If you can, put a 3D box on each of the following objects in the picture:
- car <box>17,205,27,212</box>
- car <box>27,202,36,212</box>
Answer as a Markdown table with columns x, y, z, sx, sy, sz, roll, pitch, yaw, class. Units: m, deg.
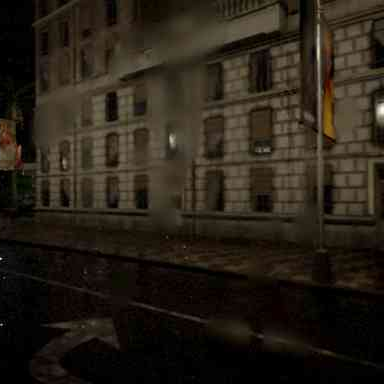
| x | y | z | sx | sy | sz | roll | pitch | yaw | class |
| --- | --- | --- | --- | --- | --- | --- | --- | --- | --- |
| -22.175 | 2.072 | 47.975 | 2.033 | 1.411 | 5.357 | -1 | 0 | 36 | car |
| -19.288 | 2.032 | 45.997 | 2.033 | 1.411 | 5.357 | -1 | 0 | 36 | car |
